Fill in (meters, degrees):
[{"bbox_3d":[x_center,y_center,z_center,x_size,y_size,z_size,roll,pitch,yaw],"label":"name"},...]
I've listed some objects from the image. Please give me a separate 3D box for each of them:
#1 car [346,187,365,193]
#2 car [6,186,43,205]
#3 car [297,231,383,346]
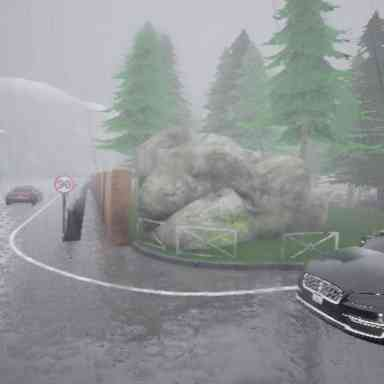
[{"bbox_3d":[25.916,0.008,51.320,1.837,1.490,4.892,1,3,-12],"label":"car"},{"bbox_3d":[-12.414,0.200,24.794,1.994,1.385,4.181,1,3,-18],"label":"car"},{"bbox_3d":[3.991,1.188,5.063,4.892,1.490,1.837,1,3,-16],"label":"car"}]
